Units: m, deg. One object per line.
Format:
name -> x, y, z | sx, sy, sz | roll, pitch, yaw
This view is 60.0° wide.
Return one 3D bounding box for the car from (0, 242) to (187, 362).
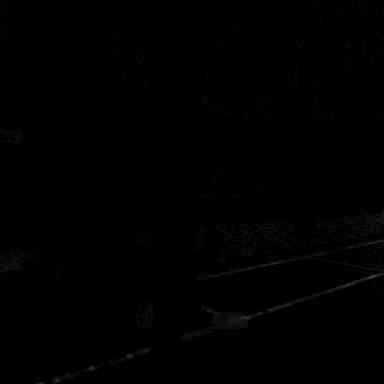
car -> -2.190, 1.529, 5.089 | 4.507, 1.381, 1.887 | -1, 0, -35
